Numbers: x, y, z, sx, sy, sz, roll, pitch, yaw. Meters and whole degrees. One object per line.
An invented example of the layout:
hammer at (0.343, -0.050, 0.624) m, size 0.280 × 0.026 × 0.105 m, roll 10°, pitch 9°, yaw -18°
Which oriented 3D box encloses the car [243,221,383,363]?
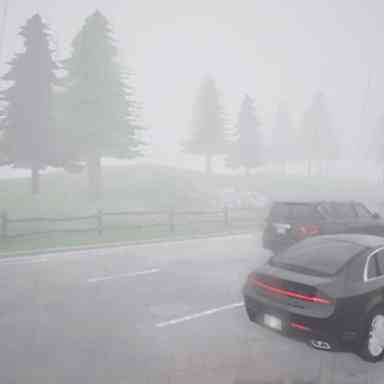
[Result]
car at (3.074, 1.522, 5.945) m, size 4.892 × 1.490 × 1.837 m, roll 0°, pitch 0°, yaw -35°

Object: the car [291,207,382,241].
car at (7.941, 1.594, 18.014) m, size 5.357 × 1.411 × 2.033 m, roll 0°, pitch 0°, yaw -36°

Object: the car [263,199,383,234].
car at (4.853, 1.251, 11.510) m, size 5.566 × 2.045 × 2.150 m, roll 0°, pitch 0°, yaw -36°
